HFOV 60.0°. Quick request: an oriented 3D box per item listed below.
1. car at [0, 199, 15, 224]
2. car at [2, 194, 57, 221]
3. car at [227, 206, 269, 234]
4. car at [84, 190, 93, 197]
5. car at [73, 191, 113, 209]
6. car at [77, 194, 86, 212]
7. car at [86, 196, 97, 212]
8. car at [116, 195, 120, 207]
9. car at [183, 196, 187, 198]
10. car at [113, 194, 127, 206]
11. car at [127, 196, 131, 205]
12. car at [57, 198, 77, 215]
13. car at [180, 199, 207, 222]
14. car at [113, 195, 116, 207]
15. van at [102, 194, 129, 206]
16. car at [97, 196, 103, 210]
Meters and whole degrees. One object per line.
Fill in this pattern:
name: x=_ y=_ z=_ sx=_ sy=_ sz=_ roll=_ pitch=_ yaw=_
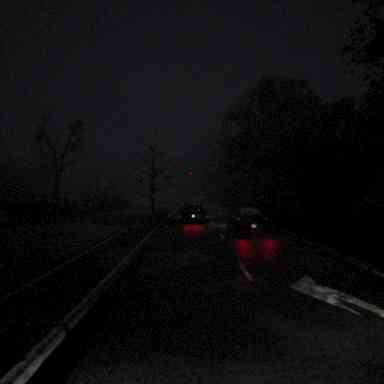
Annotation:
car: x=-13.990 y=1.472 z=19.957 sx=5.366 sy=1.575 sz=1.946 roll=-1 pitch=0 yaw=-20
car: x=-13.842 y=1.229 z=26.009 sx=5.566 sy=2.045 sz=2.435 roll=-1 pitch=0 yaw=-20
car: x=3.094 y=1.505 z=18.956 sx=1.812 sy=1.442 sz=4.674 roll=0 pitch=0 yaw=0
car: x=-28.204 y=0.413 z=90.755 sx=2.002 sy=1.452 sz=4.674 roll=6 pitch=-3 yaw=-19
car: x=-13.836 y=1.310 z=44.019 sx=5.566 sy=2.045 sz=2.435 roll=-1 pitch=0 yaw=-20
car: x=-13.845 y=1.387 z=35.021 sx=4.553 sy=1.767 sz=2.185 roll=-1 pitch=0 yaw=-20
car: x=-13.818 y=1.528 z=38.030 sx=4.892 sy=1.521 sz=2.231 roll=-1 pitch=-1 yaw=-20
car: x=-13.789 y=1.638 z=50.035 sx=4.674 sy=1.452 sz=2.002 roll=-1 pitch=0 yaw=-20
car: x=0.069 y=1.587 z=42.774 sx=1.812 sy=1.442 sz=4.674 roll=0 pitch=0 yaw=0
car: x=-13.810 y=1.366 z=53.033 sx=5.566 sy=2.045 sz=2.435 roll=-1 pitch=0 yaw=-20
car: x=-13.739 y=1.385 z=56.069 sx=5.566 sy=2.045 sz=2.435 roll=-1 pitch=-1 yaw=-20
car: x=-13.783 y=1.372 z=32.035 sx=4.553 sy=1.767 sz=2.185 roll=-1 pitch=0 yaw=-20
car: x=0.093 y=1.492 z=26.335 sx=1.837 sy=1.490 sz=4.892 roll=0 pitch=-1 yaw=0
car: x=-13.977 y=1.579 z=46.968 sx=5.366 sy=1.575 sz=1.946 roll=-1 pitch=0 yaw=-20
van: x=-13.625 y=1.428 z=59.105 sx=4.442 sy=1.987 sz=1.878 roll=-1 pitch=-1 yaw=-19
car: x=-13.835 y=1.573 z=41.014 sx=4.792 sy=1.488 sz=2.163 roll=-1 pitch=0 yaw=-20
